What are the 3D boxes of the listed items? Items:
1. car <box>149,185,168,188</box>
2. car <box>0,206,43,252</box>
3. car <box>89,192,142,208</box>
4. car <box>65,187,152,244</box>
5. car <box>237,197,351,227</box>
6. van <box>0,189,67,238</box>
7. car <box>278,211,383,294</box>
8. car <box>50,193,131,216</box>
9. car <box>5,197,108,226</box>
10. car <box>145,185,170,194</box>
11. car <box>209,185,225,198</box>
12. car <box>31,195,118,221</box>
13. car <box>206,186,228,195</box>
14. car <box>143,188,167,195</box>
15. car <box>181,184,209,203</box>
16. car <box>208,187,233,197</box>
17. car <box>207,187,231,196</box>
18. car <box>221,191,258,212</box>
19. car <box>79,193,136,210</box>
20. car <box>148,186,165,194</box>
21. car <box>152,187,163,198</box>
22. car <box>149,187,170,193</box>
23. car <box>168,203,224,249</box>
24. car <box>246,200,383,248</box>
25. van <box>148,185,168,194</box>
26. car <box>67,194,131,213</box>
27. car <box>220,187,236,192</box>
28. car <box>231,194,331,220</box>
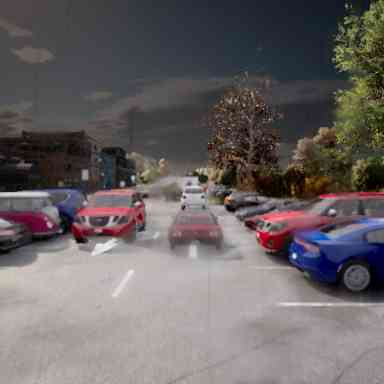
[{"bbox_3d":[-7.856,-0.052,67.559,4.792,1.488,2.163,0,2,0],"label":"car"},{"bbox_3d":[-7.644,1.346,10.644,4.674,1.452,2.002,0,2,0],"label":"car"},{"bbox_3d":[-7.577,0.733,33.242,4.792,1.488,2.163,0,2,0],"label":"car"},{"bbox_3d":[-3.315,0.943,14.547,2.150,2.045,5.566,0,2,0],"label":"car"},{"bbox_3d":[4.912,1.180,16.438,4.792,1.488,2.163,0,2,0],"label":"car"},{"bbox_3d":[-7.524,1.005,13.461,4.442,1.987,1.878,0,2,0],"label":"van"},{"bbox_3d":[4.919,1.373,7.958,5.008,1.535,2.097,0,2,0],"label":"car"},{"bbox_3d":[-7.436,0.927,24.766,5.366,1.575,1.946,0,2,0],"label":"car"},{"bbox_3d":[-7.626,1.080,19.117,5.008,1.535,2.097,0,2,0],"label":"car"},{"bbox_3d":[-7.863,-0.571,75.897,5.566,2.045,2.435,0,2,0],"label":"car"},{"bbox_3d":[5.232,0.110,56.433,4.553,1.767,2.185,0,2,0],"label":"car"},{"bbox_3d":[-7.631,1.005,21.941,5.008,1.535,2.097,0,2,0],"label":"car"},{"bbox_3d":[5.219,-0.287,70.353,4.553,1.767,2.185,0,2,0],"label":"car"},{"bbox_3d":[-7.836,-0.160,70.340,4.892,1.521,2.231,0,2,0],"label":"car"},{"bbox_3d":[0.166,0.515,30.599,2.150,2.045,5.566,0,2,0],"label":"car"},{"bbox_3d":[5.289,-0.052,62.126,4.553,1.767,2.185,0,2,0],"label":"car"},{"bbox_3d":[5.286,-0.132,64.910,4.553,1.767,2.185,0,2,0],"label":"car"},{"bbox_3d":[4.953,0.925,24.905,5.008,1.535,2.097,0,2,0],"label":"car"},{"bbox_3d":[-7.609,0.819,30.416,4.674,1.452,2.002,0,2,0],"label":"car"},{"bbox_3d":[-8.005,0.154,59.212,5.366,1.575,1.946,0,2,0],"label":"car"},{"bbox_3d":[-7.802,0.273,56.572,4.674,1.452,2.002,1,2,0],"label":"car"},{"bbox_3d":[-7.846,-0.478,81.469,4.892,1.521,2.231,0,2,0],"label":"car"},{"bbox_3d":[0.123,1.358,13.231,1.895,1.301,4.718,0,2,0],"label":"car"},{"bbox_3d":[4.906,1.256,13.616,4.792,1.488,2.163,0,2,0],"label":"car"},{"bbox_3d":[-7.954,-0.625,78.680,4.442,1.987,1.878,0,2,0],"label":"van"},{"bbox_3d":[-7.613,0.894,27.592,4.674,1.452,2.002,0,2,0],"label":"car"},{"bbox_3d":[4.932,0.727,27.600,4.553,1.767,2.185,0,2,0],"label":"car"},{"bbox_3d":[4.953,1.080,19.135,4.892,1.521,2.231,0,2,0],"label":"car"}]
